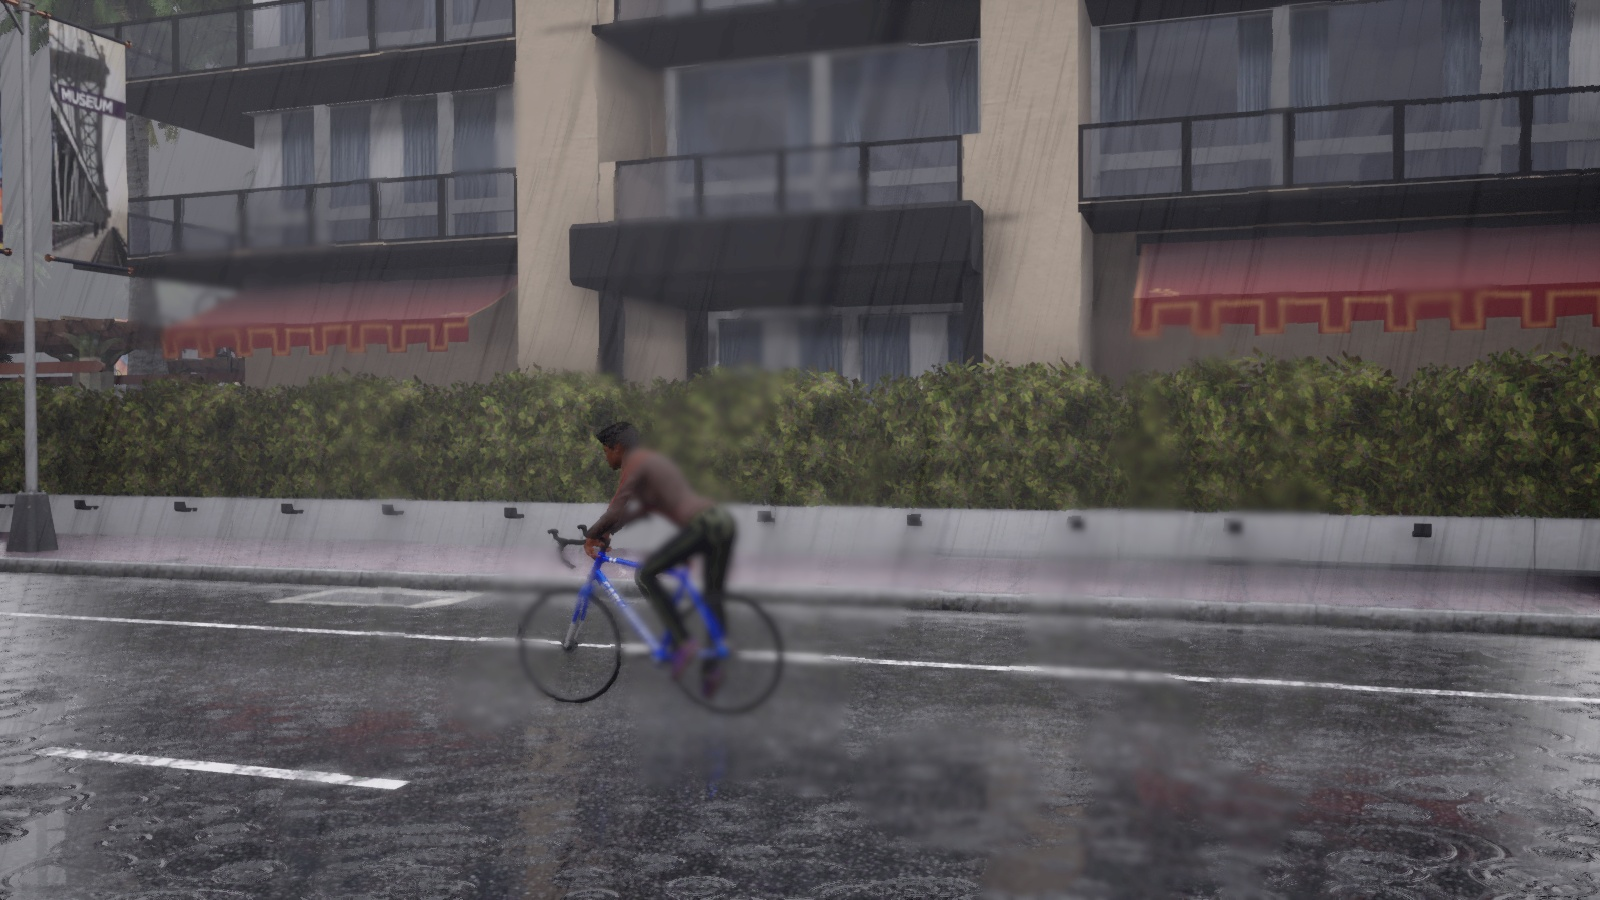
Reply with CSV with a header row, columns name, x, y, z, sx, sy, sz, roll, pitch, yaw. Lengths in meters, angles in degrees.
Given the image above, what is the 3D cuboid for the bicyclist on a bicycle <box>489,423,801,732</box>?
name,x,y,z,sx,sy,sz,roll,pitch,yaw
bicyclist on a bicycle,-0.873,0.662,7.111,1.656,1.620,0.582,0,1,18
